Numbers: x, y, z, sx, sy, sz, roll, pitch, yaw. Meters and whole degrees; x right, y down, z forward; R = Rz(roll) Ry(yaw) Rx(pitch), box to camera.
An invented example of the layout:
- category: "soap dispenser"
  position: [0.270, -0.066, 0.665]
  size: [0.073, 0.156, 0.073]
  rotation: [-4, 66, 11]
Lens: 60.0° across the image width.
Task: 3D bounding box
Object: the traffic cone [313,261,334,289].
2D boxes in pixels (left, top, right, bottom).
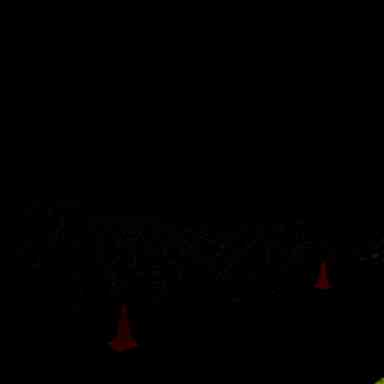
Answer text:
- category: "traffic cone"
  position: [3.071, 1.921, 7.785]
  size: [0.340, 0.580, 0.340]
  rotation: [0, 0, -36]

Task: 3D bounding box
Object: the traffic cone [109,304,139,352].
- category: "traffic cone"
  position: [-0.998, 1.947, 4.878]
  size: [0.340, 0.580, 0.340]
  rotation: [0, 0, -36]
